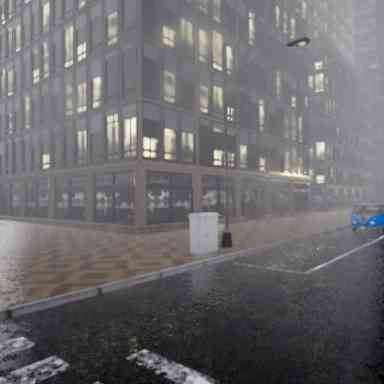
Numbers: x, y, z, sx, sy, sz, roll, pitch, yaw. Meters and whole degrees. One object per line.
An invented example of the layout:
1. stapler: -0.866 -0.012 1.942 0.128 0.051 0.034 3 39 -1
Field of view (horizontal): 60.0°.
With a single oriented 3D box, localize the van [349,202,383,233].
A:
1. van: 11.169 1.546 20.761 1.690 1.788 3.998 -1 -1 40
